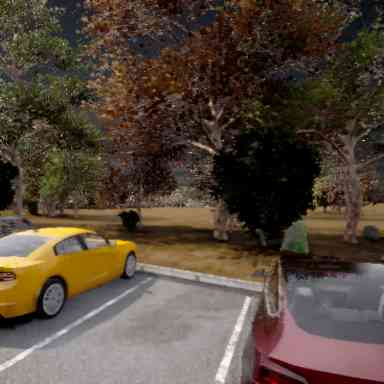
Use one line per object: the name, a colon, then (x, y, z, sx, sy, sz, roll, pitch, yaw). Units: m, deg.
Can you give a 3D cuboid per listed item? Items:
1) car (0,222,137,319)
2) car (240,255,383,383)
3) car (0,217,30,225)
car: (-3.004, 1.562, 7.700, 2.097, 1.535, 5.008, -1, -1, 17)
car: (1.800, 1.528, 4.255, 2.163, 1.488, 4.792, -1, -1, 16)
car: (-5.393, 1.467, 9.443, 2.185, 1.767, 4.553, -1, -1, 17)
